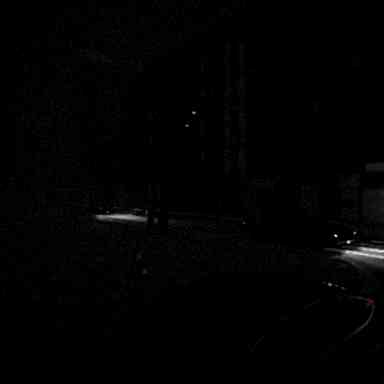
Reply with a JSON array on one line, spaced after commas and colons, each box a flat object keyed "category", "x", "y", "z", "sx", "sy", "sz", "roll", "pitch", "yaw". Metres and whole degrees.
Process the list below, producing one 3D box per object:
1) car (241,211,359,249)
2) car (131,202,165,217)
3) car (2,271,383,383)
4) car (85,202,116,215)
[{"category": "car", "x": 4.669, "y": 1.596, "z": 15.333, "sx": 2.033, "sy": 1.411, "sz": 5.357, "roll": 0, "pitch": 0, "yaw": -35}, {"category": "car", "x": -4.403, "y": 1.665, "z": 33.149, "sx": 1.994, "sy": 1.385, "sz": 4.181, "roll": 0, "pitch": 0, "yaw": -35}, {"category": "car", "x": 0.386, "y": 1.570, "z": 3.087, "sx": 4.313, "sy": 1.339, "sz": 1.947, "roll": 0, "pitch": 0, "yaw": -36}, {"category": "car", "x": -9.870, "y": 1.719, "z": 35.751, "sx": 1.895, "sy": 1.301, "sz": 4.718, "roll": 0, "pitch": 0, "yaw": -35}]
